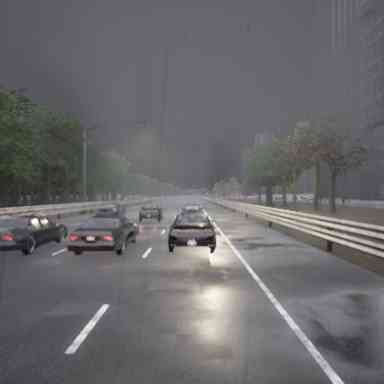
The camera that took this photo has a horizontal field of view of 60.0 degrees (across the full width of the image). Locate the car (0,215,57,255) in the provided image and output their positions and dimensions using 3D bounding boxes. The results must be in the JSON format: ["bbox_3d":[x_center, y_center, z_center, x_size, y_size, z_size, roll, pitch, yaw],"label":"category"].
[{"bbox_3d":[-6.999,1.679,13.979,2.033,1.411,5.357,0,0,0],"label":"car"}]

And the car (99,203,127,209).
[{"bbox_3d":[-6.996,1.778,29.284,1.837,1.490,4.892,0,0,0],"label":"car"}]

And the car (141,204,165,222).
[{"bbox_3d":[-3.496,1.762,29.289,2.128,1.511,4.902,0,0,0],"label":"car"}]

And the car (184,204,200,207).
[{"bbox_3d":[0.005,1.796,29.382,1.812,1.442,4.674,0,0,0],"label":"car"}]

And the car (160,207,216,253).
[{"bbox_3d":[0.005,1.627,14.286,2.128,1.511,4.902,0,0,0],"label":"car"}]

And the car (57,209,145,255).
[{"bbox_3d":[-3.499,1.679,13.979,2.033,1.411,5.357,0,0,0],"label":"car"}]
